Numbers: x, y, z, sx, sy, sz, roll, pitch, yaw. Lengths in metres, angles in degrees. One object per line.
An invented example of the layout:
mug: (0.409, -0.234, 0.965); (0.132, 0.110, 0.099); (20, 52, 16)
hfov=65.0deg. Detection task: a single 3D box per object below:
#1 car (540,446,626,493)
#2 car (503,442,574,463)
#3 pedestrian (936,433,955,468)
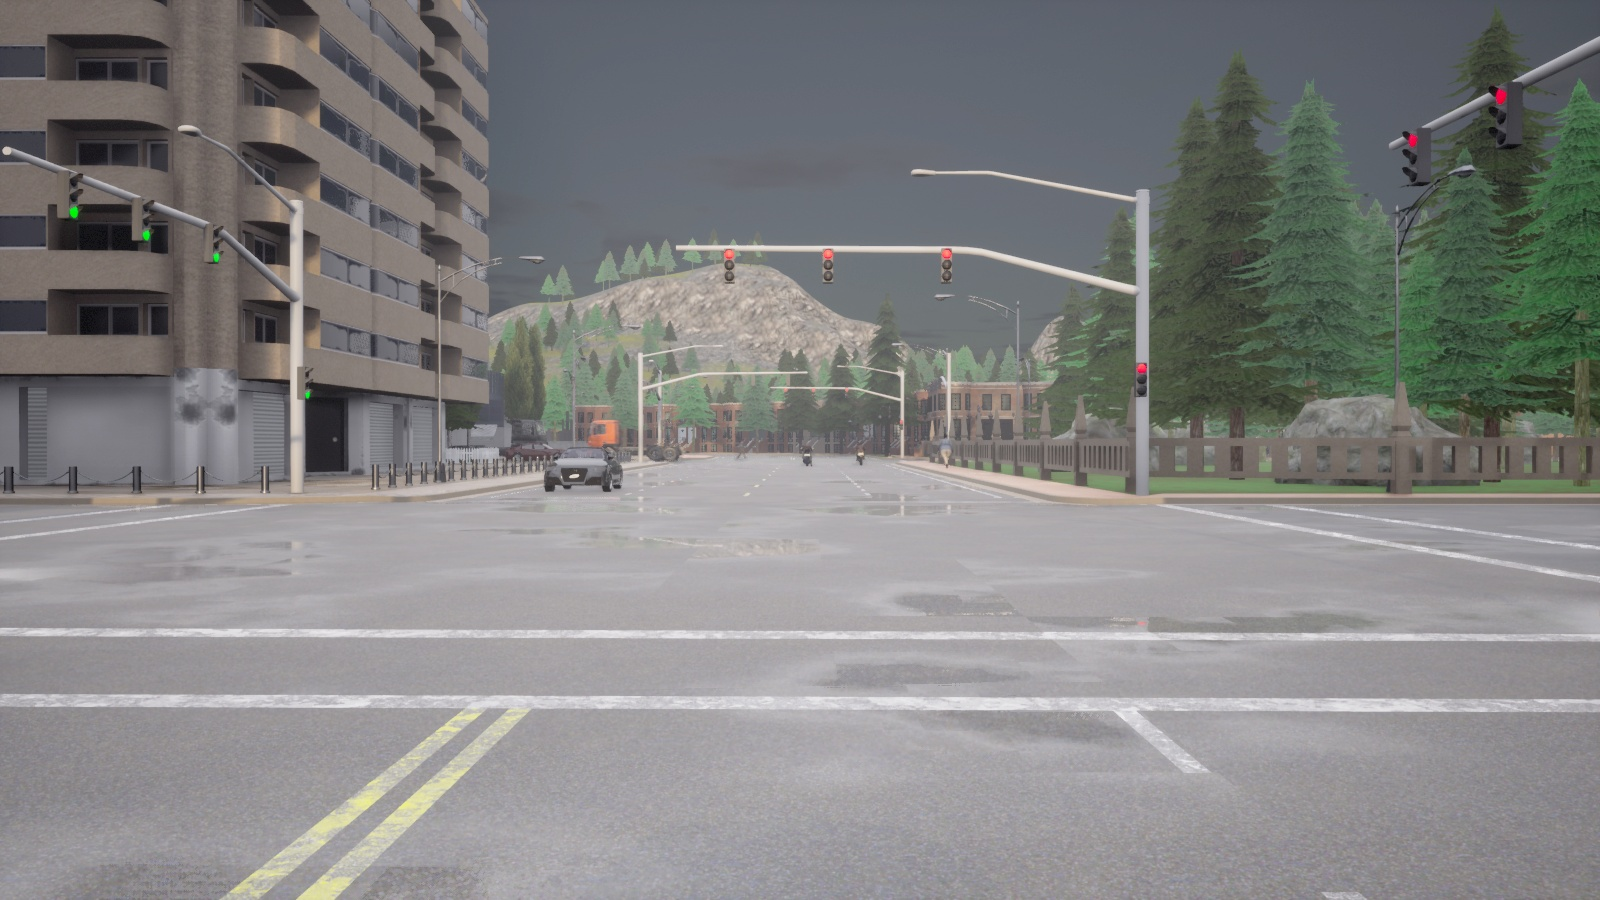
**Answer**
car: (-6.774, 0.582, 39.592); (1.994, 1.385, 4.181); (0, 0, 0)
car: (-19.808, 0.170, 95.341); (5.008, 1.535, 1.882); (0, 0, 0)
pedestrian: (7.676, 0.038, 66.148); (0.874, 1.855, 0.900); (0, 0, -2)
